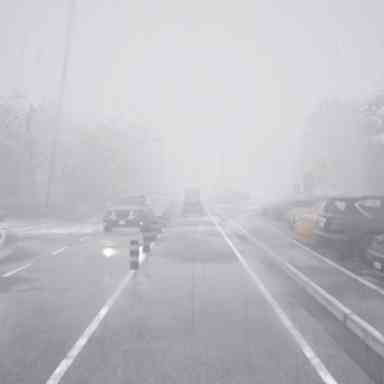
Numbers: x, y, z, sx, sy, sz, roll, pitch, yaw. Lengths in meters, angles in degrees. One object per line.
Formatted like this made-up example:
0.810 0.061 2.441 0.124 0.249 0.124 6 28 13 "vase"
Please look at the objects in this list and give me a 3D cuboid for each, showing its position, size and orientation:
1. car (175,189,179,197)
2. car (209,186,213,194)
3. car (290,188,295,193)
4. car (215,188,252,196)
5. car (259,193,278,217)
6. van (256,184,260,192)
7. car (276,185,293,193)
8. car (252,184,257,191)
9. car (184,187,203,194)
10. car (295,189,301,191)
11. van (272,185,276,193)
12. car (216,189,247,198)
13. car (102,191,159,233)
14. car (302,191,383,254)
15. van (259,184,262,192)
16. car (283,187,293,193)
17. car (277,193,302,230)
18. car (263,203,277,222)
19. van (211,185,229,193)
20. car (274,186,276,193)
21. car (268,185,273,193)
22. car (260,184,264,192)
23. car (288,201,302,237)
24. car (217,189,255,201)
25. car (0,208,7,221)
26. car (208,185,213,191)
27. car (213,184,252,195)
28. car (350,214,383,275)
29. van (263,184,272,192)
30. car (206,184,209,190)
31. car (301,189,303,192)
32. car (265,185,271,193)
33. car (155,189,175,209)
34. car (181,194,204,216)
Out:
-3.320 0.227 61.894 2.033 1.411 5.357 0 2 0 "car"
6.648 0.087 65.227 5.366 1.575 1.946 0 2 0 "car"
19.850 0.454 56.799 4.674 1.452 2.002 0 2 0 "car"
6.759 0.525 54.130 5.008 1.535 2.097 0 2 0 "car"
6.756 1.049 21.539 4.792 1.488 2.163 0 2 0 "car"
19.953 -0.900 87.233 4.442 1.987 1.878 0 2 0 "van"
19.941 -0.163 65.091 5.566 2.045 2.435 0 2 0 "car"
20.062 -1.010 90.000 5.566 2.045 2.435 0 2 0 "car"
0.037 0.361 48.508 2.150 2.045 5.566 0 2 0 "car"
19.804 0.552 54.031 4.792 1.488 2.163 0 2 0 "car"
20.069 -0.358 70.751 4.442 1.987 1.878 0 2 0 "van"
6.979 0.305 59.677 5.366 1.575 1.946 0 2 0 "car"
-3.390 1.130 18.839 2.150 2.045 5.566 0 0 0 "car"
6.725 1.098 10.394 5.566 2.045 2.435 0 1 0 "car"
20.167 -0.816 84.462 4.442 1.987 1.878 0 2 0 "van"
19.687 0.302 59.567 5.366 1.575 1.946 0 2 0 "car"
6.772 1.071 15.967 4.553 1.767 2.185 0 2 0 "car"
6.792 1.138 18.756 4.792 1.488 2.163 0 2 0 "car"
7.088 -0.815 84.628 4.442 1.987 1.878 0 2 0 "van"
19.904 0.009 67.869 4.792 1.488 2.163 0 2 0 "car"
20.001 -0.205 73.530 4.792 1.488 2.163 0 2 0 "car"
20.036 -0.505 81.702 5.008 1.535 2.097 0 2 0 "car"
6.713 1.277 13.193 5.008 1.535 2.097 0 1 0 "car"
6.705 0.664 51.357 4.792 1.488 2.163 0 2 0 "car"
-16.240 1.474 25.601 4.902 1.511 2.128 0 -2 33 "car"
6.688 -0.134 70.896 5.366 1.575 1.946 0 2 0 "car"
6.802 0.166 56.894 5.566 2.045 2.435 0 2 0 "car"
6.668 1.413 7.611 4.892 1.521 2.231 0 1 0 "car"
19.902 -0.643 78.911 4.442 1.987 1.878 0 2 0 "van"
7.002 -0.814 92.962 4.792 1.488 2.163 0 2 0 "car"
19.846 0.501 51.381 4.553 1.767 2.185 0 2 0 "car"
20.020 -0.298 76.168 4.792 1.488 2.163 0 2 0 "car"
-3.397 0.746 37.349 2.150 2.045 5.566 0 2 0 "car"
0.061 1.251 29.447 2.128 1.511 4.902 0 1 0 "car"
